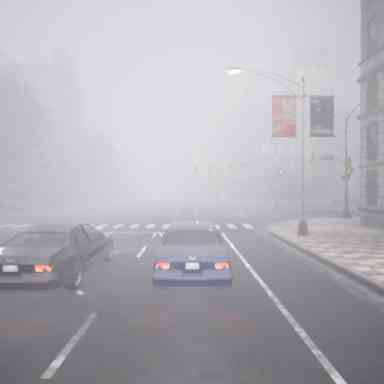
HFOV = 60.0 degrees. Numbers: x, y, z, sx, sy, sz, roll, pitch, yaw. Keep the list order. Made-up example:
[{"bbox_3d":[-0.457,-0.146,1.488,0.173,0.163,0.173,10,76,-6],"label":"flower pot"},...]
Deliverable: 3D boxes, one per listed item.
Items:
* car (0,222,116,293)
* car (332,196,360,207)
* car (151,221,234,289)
[{"bbox_3d":[-3.497,1.512,8.917,2.033,1.411,5.357,0,0,0],"label":"car"},{"bbox_3d":[22.145,1.296,46.400,5.008,1.535,1.882,0,0,0],"label":"car"},{"bbox_3d":[0.003,1.511,9.140,2.033,1.411,5.357,0,0,0],"label":"car"}]
